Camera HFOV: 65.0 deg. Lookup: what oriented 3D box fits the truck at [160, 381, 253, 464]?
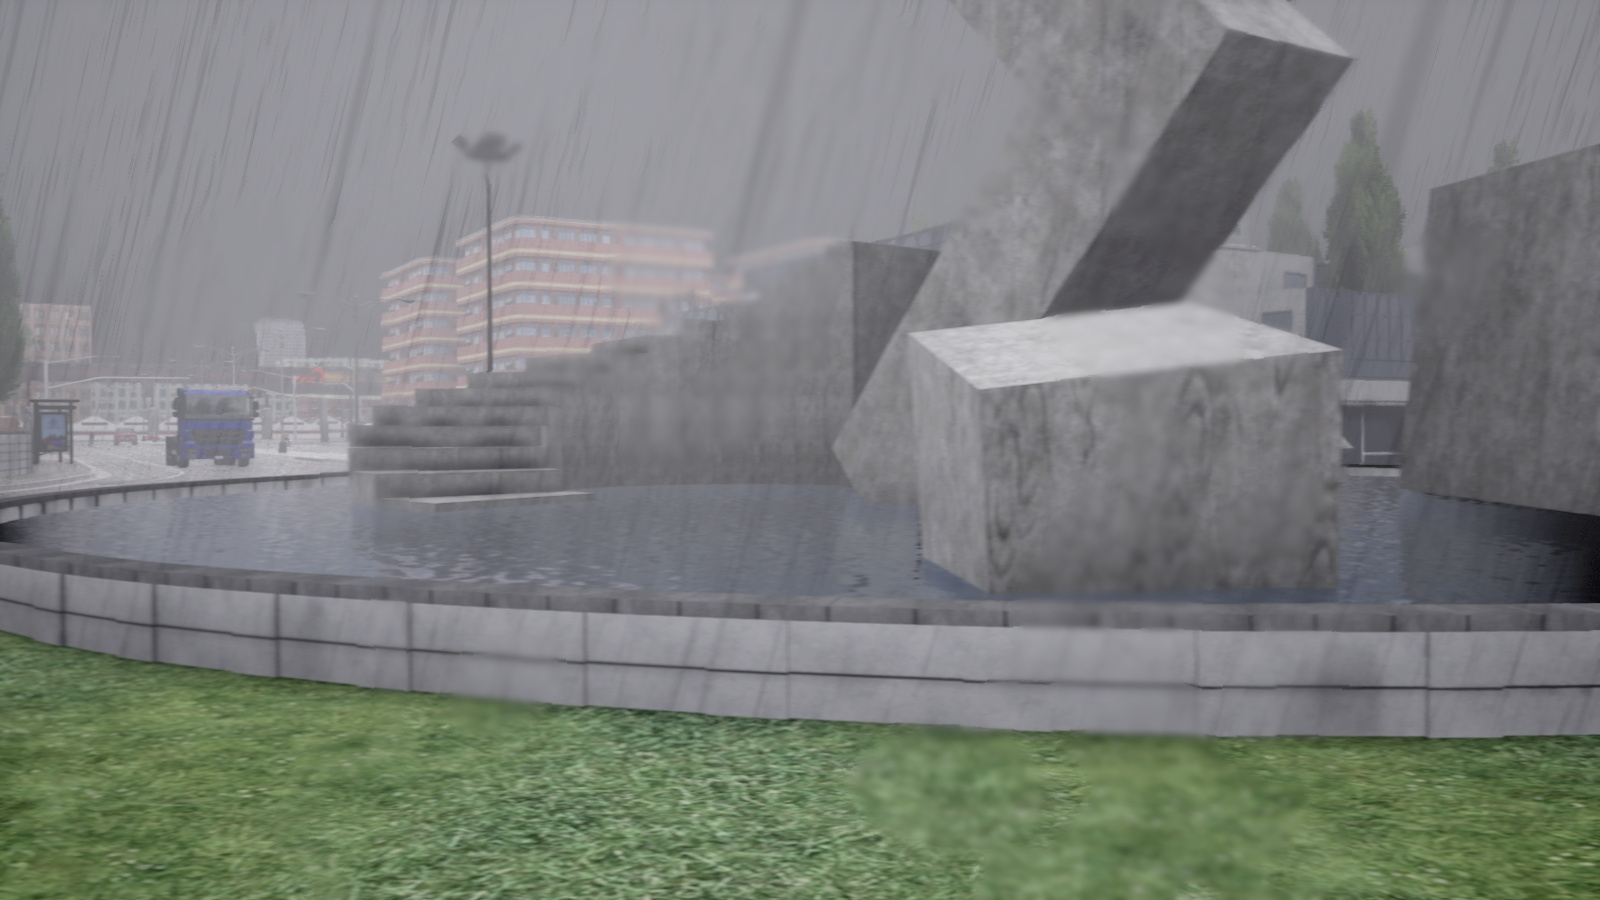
[{"bbox_3d":[-26.739,-1.202,56.375,2.891,3.462,7.936,0,1,-32],"label":"truck"}]
